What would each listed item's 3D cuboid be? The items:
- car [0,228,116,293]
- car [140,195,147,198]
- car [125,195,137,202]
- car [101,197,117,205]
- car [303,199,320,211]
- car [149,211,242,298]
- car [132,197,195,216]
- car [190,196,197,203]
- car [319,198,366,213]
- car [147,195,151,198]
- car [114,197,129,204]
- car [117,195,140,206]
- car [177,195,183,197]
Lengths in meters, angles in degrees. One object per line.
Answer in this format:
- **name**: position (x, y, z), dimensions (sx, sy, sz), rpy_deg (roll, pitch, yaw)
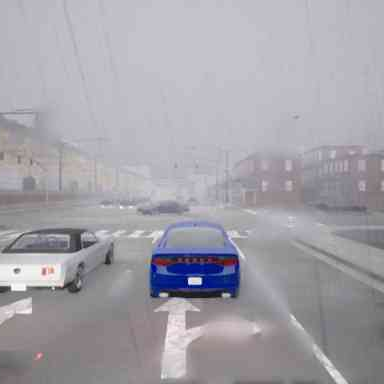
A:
- **car**: position (-3.413, 1.598, 8.816), dimensions (1.895, 1.301, 4.718), rpy_deg (0, 0, 0)
- **car**: position (-10.431, 1.487, 64.148), dimensions (1.837, 1.490, 4.892), rpy_deg (0, 0, 1)
- **car**: position (-13.865, 1.503, 75.843), dimensions (1.812, 1.442, 4.674), rpy_deg (0, 0, 0)
- **car**: position (-13.972, 1.548, 56.529), dimensions (1.994, 1.385, 4.181), rpy_deg (0, 0, 0)
- **car**: position (15.782, 1.480, 39.514), dimensions (4.902, 1.511, 2.128), rpy_deg (0, 0, 0)
- **car**: position (0.081, 1.475, 8.547), dimensions (1.882, 1.535, 5.008), rpy_deg (0, 0, 1)
- **car**: position (-2.739, 1.538, 32.382), dimensions (5.357, 1.411, 2.033), rpy_deg (0, 0, -36)
- **car**: position (0.186, 1.524, 71.578), dimensions (2.033, 1.411, 5.357), rpy_deg (0, 0, 0)
- **car**: position (16.523, 1.552, 36.010), dimensions (4.181, 1.385, 1.994), rpy_deg (0, 0, 0)
- **car**: position (-10.368, 1.457, 74.552), dimensions (1.882, 1.535, 5.008), rpy_deg (0, 0, 0)
- **car**: position (-13.909, 1.582, 65.534), dimensions (1.895, 1.301, 4.718), rpy_deg (0, 0, 1)
- **car**: position (-10.481, 1.336, 55.016), dimensions (2.097, 1.767, 4.553), rpy_deg (0, 0, 0)
- **car**: position (-3.335, 1.474, 93.308), dimensions (1.837, 1.490, 4.892), rpy_deg (0, 0, 0)
